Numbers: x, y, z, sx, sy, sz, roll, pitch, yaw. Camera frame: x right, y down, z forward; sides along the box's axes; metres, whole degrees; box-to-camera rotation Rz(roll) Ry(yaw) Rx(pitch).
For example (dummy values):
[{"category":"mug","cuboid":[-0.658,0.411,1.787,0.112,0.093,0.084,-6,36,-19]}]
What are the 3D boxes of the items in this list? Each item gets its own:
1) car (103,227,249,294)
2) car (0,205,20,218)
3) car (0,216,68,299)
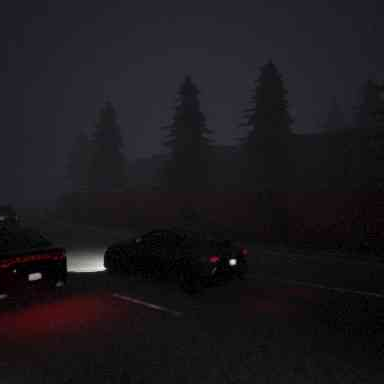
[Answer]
[{"category":"car","cuboid":[-0.568,1.654,9.153,4.181,1.385,1.994,-1,-1,40]},{"category":"car","cuboid":[-12.648,1.636,21.447,2.097,1.767,4.553,0,-1,-39]},{"category":"car","cuboid":[-5.035,1.589,8.373,5.008,1.535,1.882,-1,-1,41]}]
